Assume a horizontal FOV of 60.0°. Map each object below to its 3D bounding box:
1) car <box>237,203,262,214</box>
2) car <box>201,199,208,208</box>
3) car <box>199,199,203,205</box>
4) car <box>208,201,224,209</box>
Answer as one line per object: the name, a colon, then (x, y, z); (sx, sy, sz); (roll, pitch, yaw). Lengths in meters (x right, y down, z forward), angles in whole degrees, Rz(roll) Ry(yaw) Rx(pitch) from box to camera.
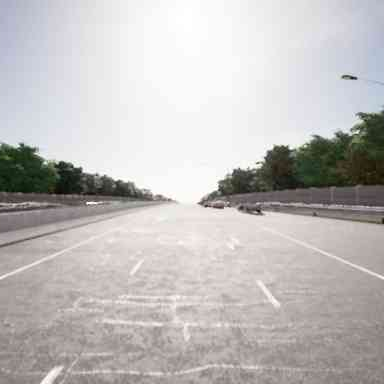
car: (7.568, 2.107, 44.250); (2.033, 1.411, 5.357); (0, -1, -10)
car: (3.758, 2.949, 77.816); (1.994, 1.385, 4.181); (0, -2, -2)
car: (3.523, 2.992, 91.424); (2.150, 2.045, 5.566); (0, -2, 0)
car: (4.790, 2.578, 63.902); (1.994, 1.385, 4.181); (0, -2, -6)
